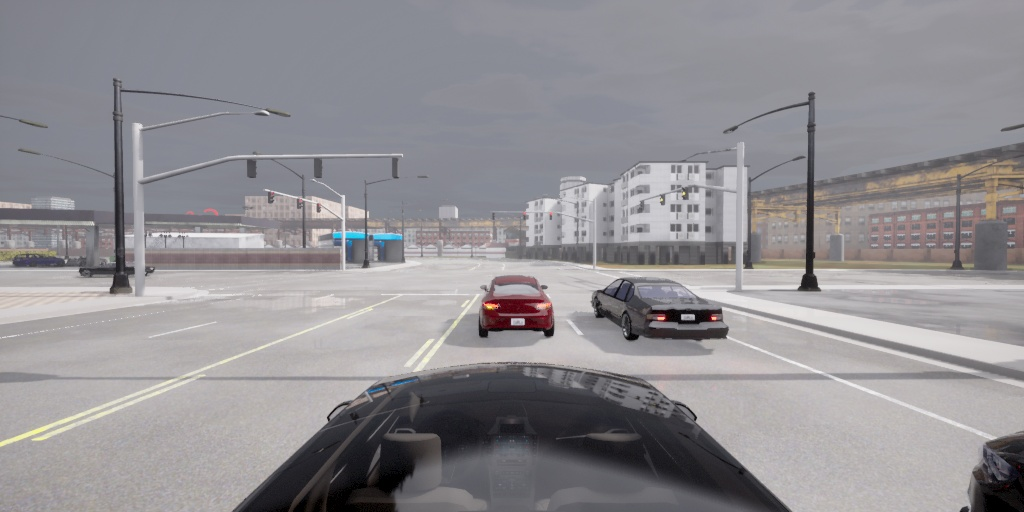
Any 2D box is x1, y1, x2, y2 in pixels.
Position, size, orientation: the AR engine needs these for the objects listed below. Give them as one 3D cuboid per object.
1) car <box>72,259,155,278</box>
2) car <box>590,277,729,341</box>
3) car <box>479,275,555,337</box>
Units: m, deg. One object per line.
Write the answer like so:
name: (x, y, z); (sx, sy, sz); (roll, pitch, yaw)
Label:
car: (-33.388, 1.134, 30.303); (4.718, 1.301, 1.895); (0, 1, -1)
car: (3.582, 1.282, 9.817); (2.033, 1.411, 5.357); (0, 0, 0)
car: (0.071, 1.256, 10.102); (1.812, 1.442, 4.674); (0, 0, -1)
